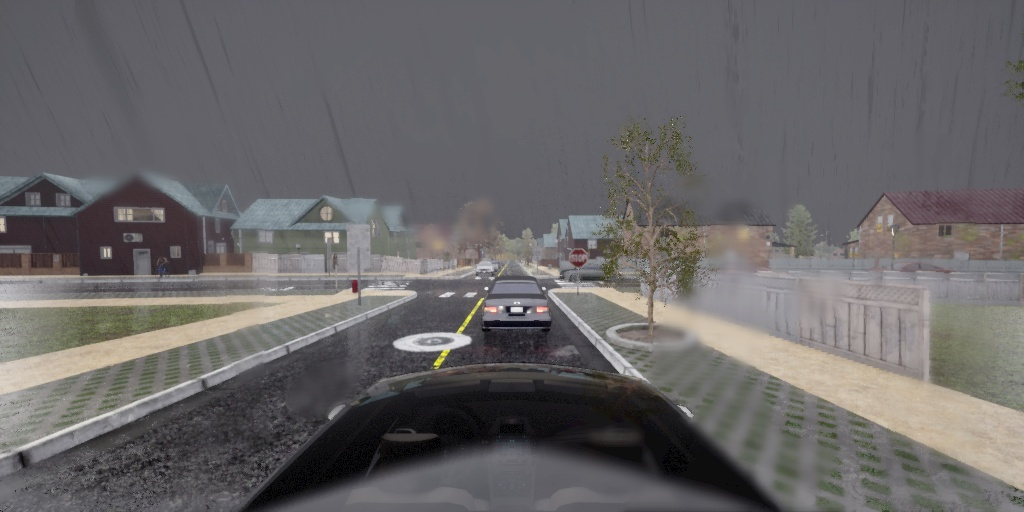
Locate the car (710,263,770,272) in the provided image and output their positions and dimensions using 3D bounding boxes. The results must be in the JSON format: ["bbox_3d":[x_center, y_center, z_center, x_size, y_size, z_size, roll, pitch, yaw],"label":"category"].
[{"bbox_3d":[16.829,1.215,26.908,4.674,1.442,1.812,0,3,4],"label":"car"}]

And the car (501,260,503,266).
[{"bbox_3d":[-2.835,1.364,58.596,2.033,1.411,5.357,0,0,0],"label":"car"}]

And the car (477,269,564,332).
[{"bbox_3d":[0.104,1.291,10.820,2.033,1.411,5.357,0,0,0],"label":"car"}]

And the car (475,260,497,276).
[{"bbox_3d":[-2.805,1.287,37.747,1.812,1.442,4.674,0,0,-2],"label":"car"}]

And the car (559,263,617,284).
[{"bbox_3d":[5.642,1.255,26.827,4.181,1.385,1.994,0,3,-7],"label":"car"}]

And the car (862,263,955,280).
[{"bbox_3d":[28.197,1.231,25.649,5.008,1.535,1.882,0,3,9],"label":"car"}]

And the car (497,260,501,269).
[{"bbox_3d":[-2.839,1.384,47.678,1.895,1.301,4.718,0,0,0],"label":"car"}]

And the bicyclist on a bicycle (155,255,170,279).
[{"bbox_3d":[-24.880,0.759,25.545,0.582,1.620,1.656,0,3,-16],"label":"bicyclist on a bicycle"}]
